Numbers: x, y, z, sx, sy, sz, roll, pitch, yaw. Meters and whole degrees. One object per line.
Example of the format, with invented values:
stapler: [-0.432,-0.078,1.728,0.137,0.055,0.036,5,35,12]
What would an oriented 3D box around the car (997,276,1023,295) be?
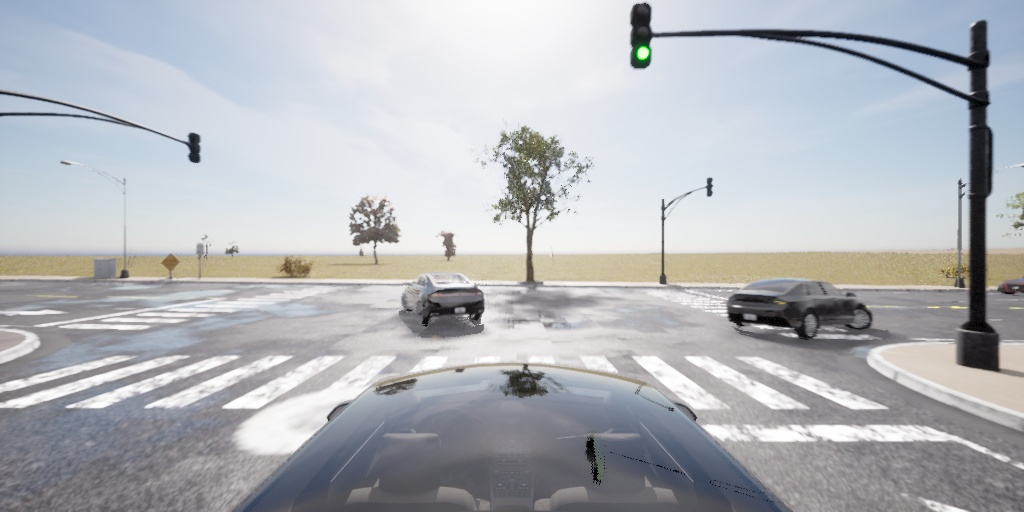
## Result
car: [30.824,1.660,20.481,4.181,1.385,1.994,0,0,2]

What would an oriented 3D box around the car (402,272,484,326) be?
car: [-2.473,1.294,12.123,2.128,1.511,4.902,0,0,-25]

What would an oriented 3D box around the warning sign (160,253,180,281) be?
warning sign: [-23.460,0.717,24.629,1.060,1.860,1.300,0,0,1]

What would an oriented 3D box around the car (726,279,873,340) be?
car: [8.516,1.426,10.674,4.892,1.490,1.837,1,-3,-27]
